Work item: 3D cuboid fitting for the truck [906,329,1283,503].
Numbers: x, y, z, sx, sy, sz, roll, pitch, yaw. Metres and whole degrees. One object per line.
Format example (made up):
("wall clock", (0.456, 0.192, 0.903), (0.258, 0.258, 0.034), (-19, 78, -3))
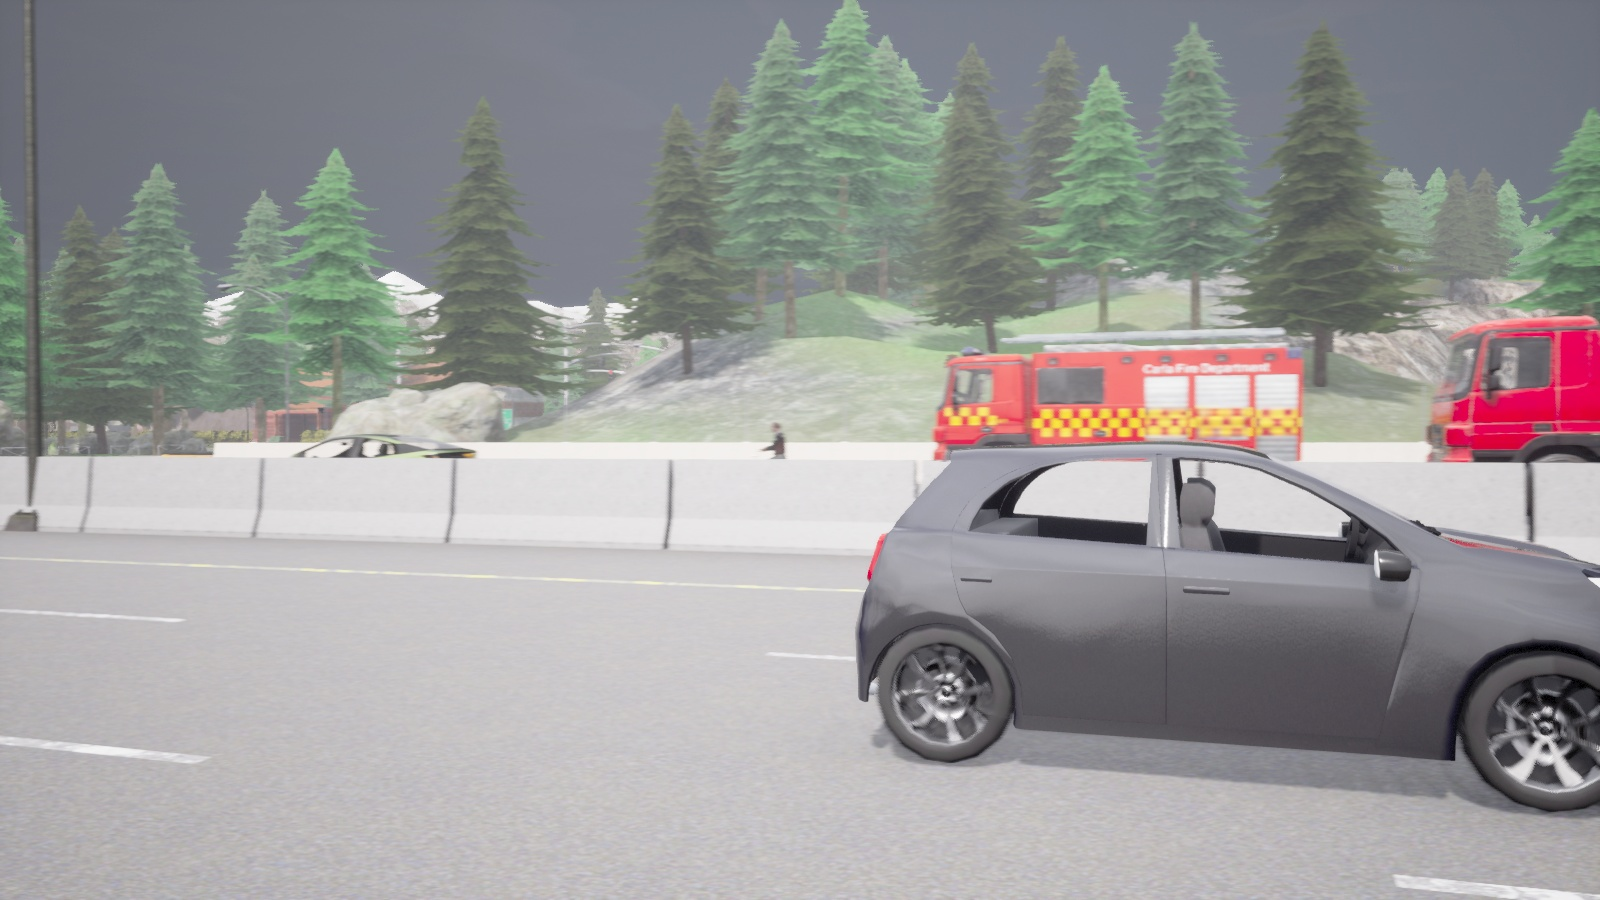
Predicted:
("truck", (7.045, -0.797, 30.345), (8.468, 3.827, 2.891), (1, 1, 19))

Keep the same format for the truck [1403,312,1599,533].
("truck", (14.428, -0.430, 20.514), (7.936, 3.462, 2.891), (1, 1, 19))

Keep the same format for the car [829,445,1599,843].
("car", (2.153, 0.750, 6.161), (3.633, 1.501, 1.845), (1, 1, 19))

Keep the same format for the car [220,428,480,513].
("car", (-8.796, 0.348, 24.614), (4.514, 1.525, 2.007), (1, 1, 19))
